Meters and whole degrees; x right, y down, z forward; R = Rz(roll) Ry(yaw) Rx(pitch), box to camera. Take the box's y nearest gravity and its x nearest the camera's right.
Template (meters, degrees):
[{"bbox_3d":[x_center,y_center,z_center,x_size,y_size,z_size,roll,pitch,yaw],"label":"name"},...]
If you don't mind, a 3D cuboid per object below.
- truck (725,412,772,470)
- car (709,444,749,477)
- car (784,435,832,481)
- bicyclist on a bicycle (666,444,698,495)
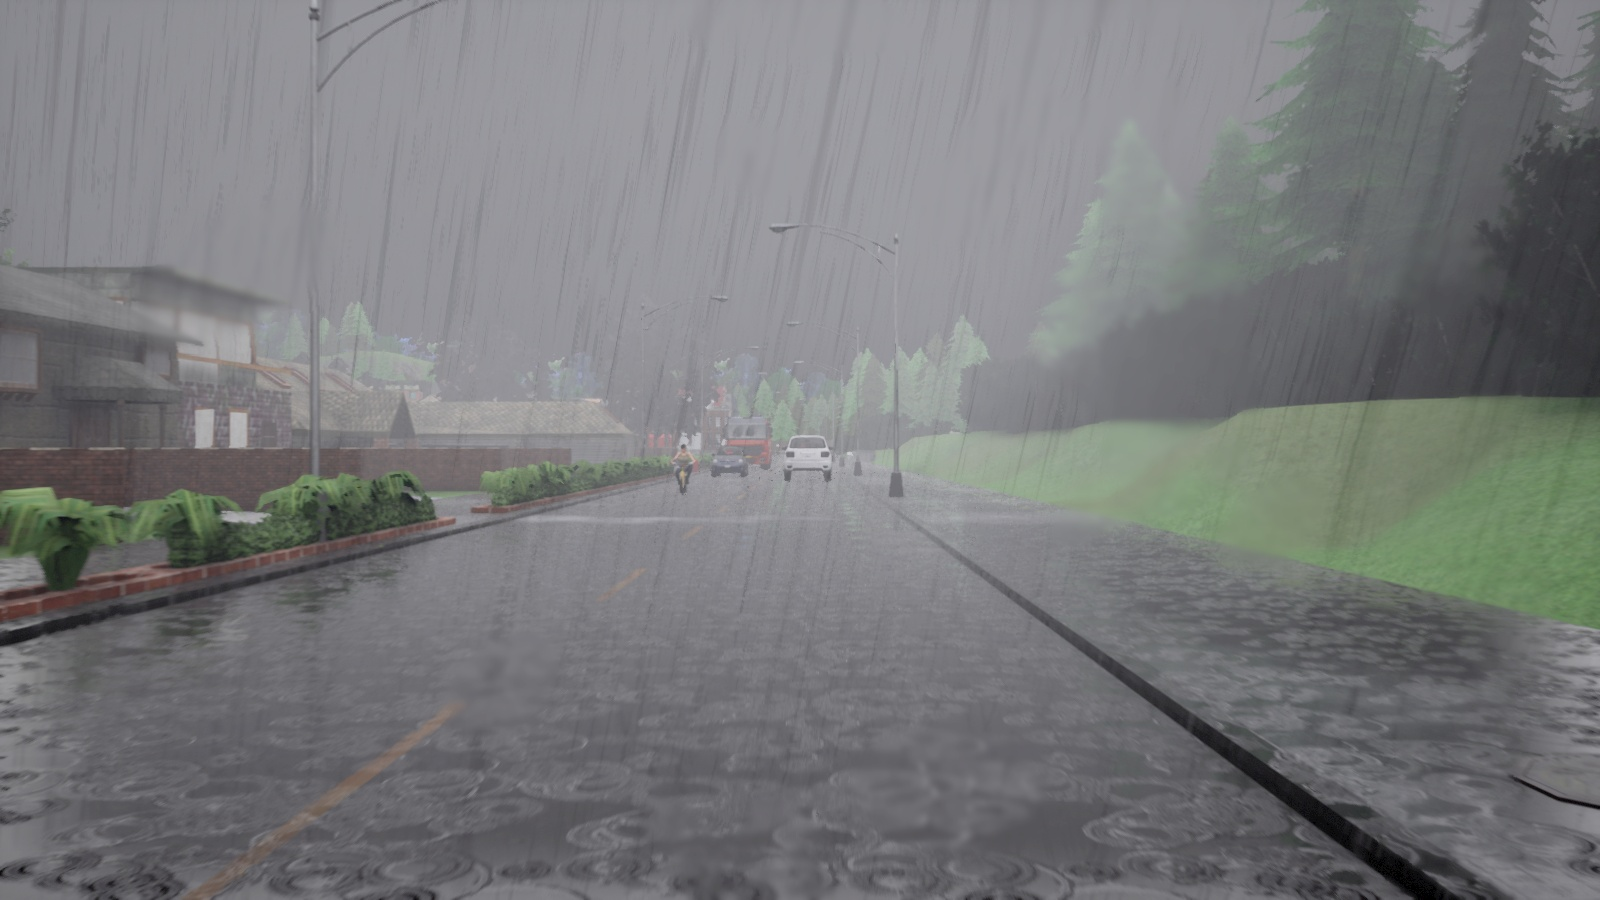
[{"bbox_3d":[-3.502,-0.585,87.151,2.891,3.827,8.468,0,0,0],"label":"truck"},{"bbox_3d":[-3.614,0.520,64.538,1.851,1.617,3.988,0,0,0],"label":"car"},{"bbox_3d":[0.357,0.355,58.965,2.150,2.045,5.566,0,0,0],"label":"car"},{"bbox_3d":[-3.752,0.605,40.137,0.866,1.612,1.509,0,0,0],"label":"bicyclist on a bicycle"}]
